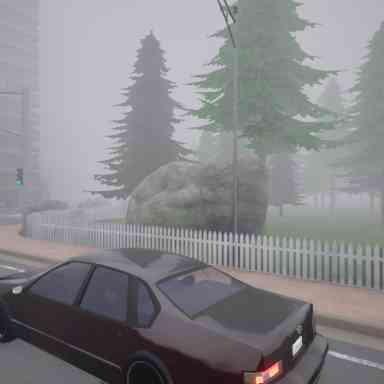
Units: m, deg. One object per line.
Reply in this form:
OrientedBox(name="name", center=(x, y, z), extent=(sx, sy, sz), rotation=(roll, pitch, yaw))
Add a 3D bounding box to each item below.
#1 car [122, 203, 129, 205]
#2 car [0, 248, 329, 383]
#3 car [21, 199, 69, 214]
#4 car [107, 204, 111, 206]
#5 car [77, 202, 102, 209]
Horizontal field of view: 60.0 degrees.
OrientedBox(name="car", center=(-10.575, 1.470, 54.734), extent=(1.812, 1.442, 4.674), rotation=(0, 0, -10))
OrientedBox(name="car", center=(-1.015, 1.547, 4.712), extent=(5.357, 1.411, 2.033), rotation=(0, 0, 35))
OrientedBox(name="car", center=(-15.235, 1.492, 34.907), extent=(2.033, 1.411, 5.357), rotation=(0, 0, 17))
OrientedBox(name="car", center=(-14.325, 1.297, 54.186), extent=(2.097, 1.767, 4.553), rotation=(0, 0, -12))
OrientedBox(name="car", center=(-13.573, 1.545, 44.400), extent=(1.895, 1.301, 4.718), rotation=(0, 0, 3))
